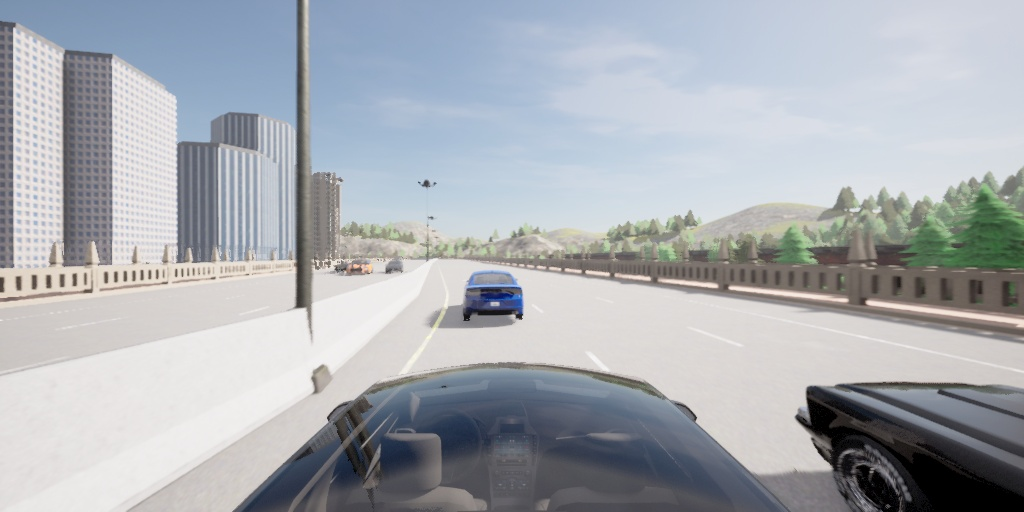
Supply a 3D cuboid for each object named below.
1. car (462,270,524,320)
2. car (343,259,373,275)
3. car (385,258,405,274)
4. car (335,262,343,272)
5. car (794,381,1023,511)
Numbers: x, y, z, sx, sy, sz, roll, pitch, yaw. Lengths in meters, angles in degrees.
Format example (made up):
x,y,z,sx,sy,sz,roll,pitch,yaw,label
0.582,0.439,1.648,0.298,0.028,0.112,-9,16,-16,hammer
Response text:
x,y,z,sx,sy,sz,roll,pitch,yaw,label
-0.748,1.232,12.784,1.882,1.535,5.008,0,0,-6,car
-16.913,1.175,40.040,2.097,1.767,4.553,0,0,-12,car
-13.910,1.316,42.751,1.837,1.490,4.892,0,0,-12,car
-22.175,1.446,47.969,1.895,1.301,4.718,0,0,-12,car
3.488,1.336,1.073,1.895,1.301,4.718,0,0,0,car
